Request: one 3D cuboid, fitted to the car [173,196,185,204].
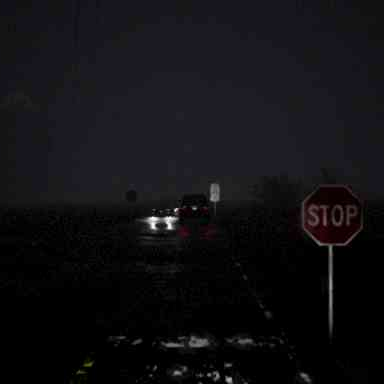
[{"bbox_3d":[-2.539,1.487,65.490,2.128,1.511,4.902,0,0,0],"label":"car"}]

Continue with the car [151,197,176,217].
[{"bbox_3d":[-2.744,1.491,31.686,1.837,1.490,4.892,0,0,0],"label":"car"}]

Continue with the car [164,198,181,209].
[{"bbox_3d":[-2.691,1.532,46.944,2.033,1.411,5.357,0,0,0],"label":"car"}]

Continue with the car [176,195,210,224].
[{"bbox_3d":[0.181,1.209,25.100,2.150,2.045,5.566,0,0,0],"label":"car"}]
